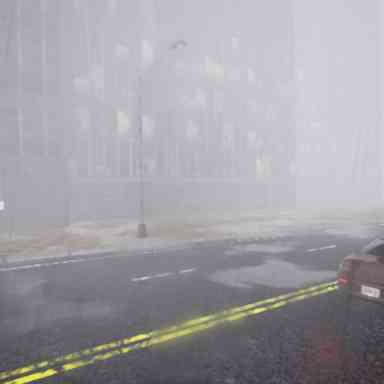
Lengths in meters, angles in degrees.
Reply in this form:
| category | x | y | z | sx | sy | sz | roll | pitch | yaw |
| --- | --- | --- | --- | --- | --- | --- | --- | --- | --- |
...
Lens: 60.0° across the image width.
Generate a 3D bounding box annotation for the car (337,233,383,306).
| category | x | y | z | sx | sy | sz | roll | pitch | yaw |
| --- | --- | --- | --- | --- | --- | --- | --- | --- | --- |
| car | 4.919 | 1.519 | 6.995 | 4.674 | 1.442 | 1.812 | 0 | 0 | -35 |
